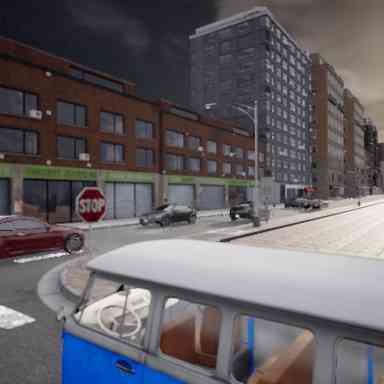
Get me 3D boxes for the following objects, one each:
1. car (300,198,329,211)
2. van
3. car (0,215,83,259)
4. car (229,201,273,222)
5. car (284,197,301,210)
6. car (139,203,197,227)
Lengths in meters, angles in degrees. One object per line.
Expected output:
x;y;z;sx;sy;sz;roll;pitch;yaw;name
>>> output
15.108;1.535;40.321;1.895;1.301;4.718;0;0;36;car
0.735;1.341;2.291;3.998;1.788;1.690;0;0;36;van
-5.838;1.496;11.099;1.812;1.442;4.674;0;0;35;car
4.655;1.463;25.729;1.837;1.490;4.892;0;0;36;car
13.530;1.425;43.108;1.882;1.535;5.008;0;0;36;car
-1.459;1.504;22.262;1.812;1.442;4.674;0;0;36;car
